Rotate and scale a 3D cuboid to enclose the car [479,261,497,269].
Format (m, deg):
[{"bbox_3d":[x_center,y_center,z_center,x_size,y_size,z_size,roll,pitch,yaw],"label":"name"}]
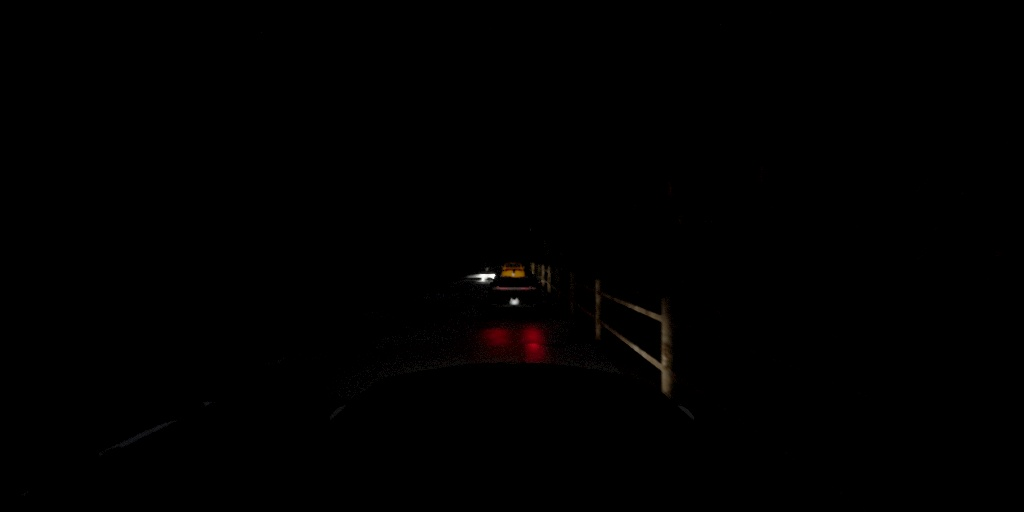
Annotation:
[{"bbox_3d":[-2.844,1.335,43.567,2.128,1.511,4.902,0,0,0],"label":"car"}]

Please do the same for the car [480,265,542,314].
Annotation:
[{"bbox_3d":[0.087,1.254,13.784,2.128,1.511,4.902,0,0,0],"label":"car"}]

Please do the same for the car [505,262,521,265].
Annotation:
[{"bbox_3d":[0.090,1.277,30.576,1.882,1.535,5.008,0,0,0],"label":"car"}]
